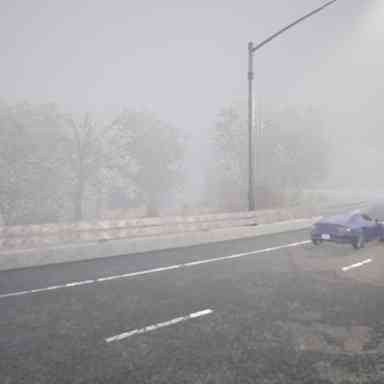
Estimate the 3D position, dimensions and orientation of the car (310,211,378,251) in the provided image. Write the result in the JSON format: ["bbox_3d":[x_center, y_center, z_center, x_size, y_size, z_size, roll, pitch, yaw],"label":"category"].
[{"bbox_3d":[6.769,1.522,14.223,4.674,1.442,1.812,0,0,-43],"label":"car"}]

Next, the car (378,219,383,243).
[{"bbox_3d":[7.996,1.333,10.622,4.553,1.767,2.097,0,0,-42],"label":"car"}]
